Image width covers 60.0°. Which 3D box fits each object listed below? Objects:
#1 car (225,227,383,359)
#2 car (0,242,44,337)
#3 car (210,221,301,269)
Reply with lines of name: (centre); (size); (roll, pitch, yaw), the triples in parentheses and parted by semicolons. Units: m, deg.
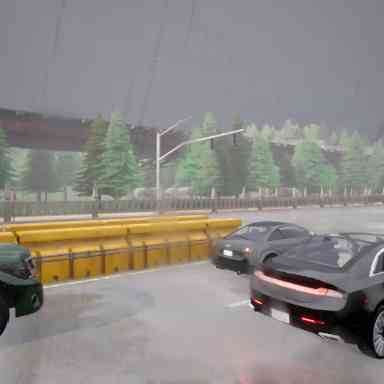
car: (3.181, 1.492, 5.999); (4.902, 1.511, 2.128); (0, 0, -36)
car: (-5.055, 1.221, 4.447); (5.566, 2.045, 2.150); (0, 0, -35)
car: (2.572, 1.564, 9.860); (4.181, 1.385, 1.994); (0, 0, -36)
